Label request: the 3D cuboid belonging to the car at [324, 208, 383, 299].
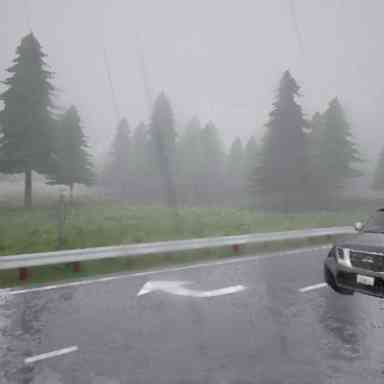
[{"bbox_3d":[5.463,1.330,7.904,5.566,2.045,2.150,1,-1,-37],"label":"car"}]
